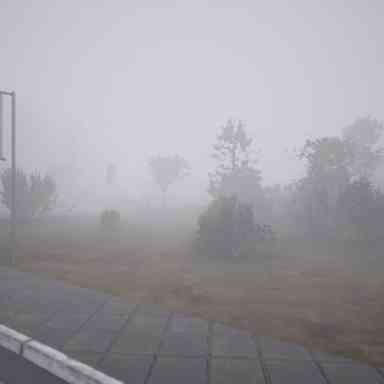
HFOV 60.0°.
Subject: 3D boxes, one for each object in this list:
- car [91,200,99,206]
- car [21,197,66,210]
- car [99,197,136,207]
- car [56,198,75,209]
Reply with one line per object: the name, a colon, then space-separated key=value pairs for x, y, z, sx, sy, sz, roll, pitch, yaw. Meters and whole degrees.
car: x=-13.227 y=1.502 z=51.800 sx=1.895 sy=1.301 sz=4.718 roll=0 pitch=1 yaw=39
car: x=-19.552 y=1.462 z=43.951 sx=2.128 sy=1.511 sz=4.902 roll=0 pitch=0 yaw=39
car: x=-10.559 y=1.451 z=49.534 sx=2.033 sy=1.411 sz=5.357 roll=0 pitch=1 yaw=39
car: x=-17.021 y=1.464 z=41.513 sx=2.128 sy=1.511 sz=4.902 roll=0 pitch=0 yaw=39
